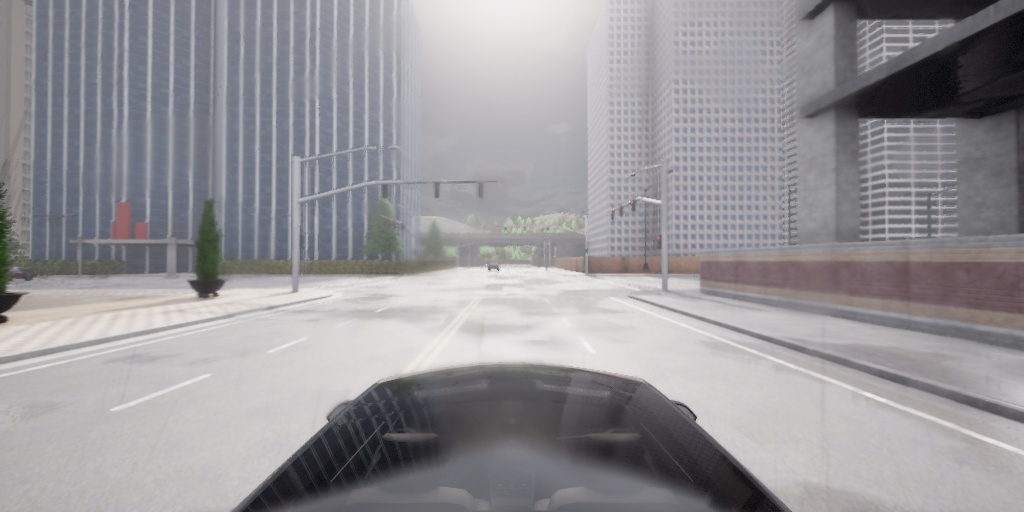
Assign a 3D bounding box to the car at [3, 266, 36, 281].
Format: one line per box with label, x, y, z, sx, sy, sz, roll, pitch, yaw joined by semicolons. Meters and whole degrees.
car;-49.671;1.710;35.136;4.674;1.442;1.812;0;-1;0
